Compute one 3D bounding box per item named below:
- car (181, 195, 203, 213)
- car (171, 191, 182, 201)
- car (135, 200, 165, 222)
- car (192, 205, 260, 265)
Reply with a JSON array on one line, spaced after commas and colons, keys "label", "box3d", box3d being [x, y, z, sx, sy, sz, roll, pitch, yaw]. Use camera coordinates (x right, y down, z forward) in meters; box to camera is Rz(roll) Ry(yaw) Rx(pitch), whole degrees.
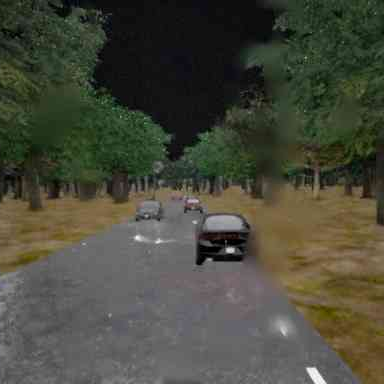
[{"label": "car", "box3d": [0.107, 1.343, 34.049, 1.812, 1.442, 4.674, 0, 0, 0]}, {"label": "car", "box3d": [-3.037, 0.732, 66.965, 2.150, 2.045, 5.566, 0, 1, 0]}, {"label": "car", "box3d": [-3.102, 1.385, 25.082, 1.837, 1.490, 4.892, 0, 0, 0]}, {"label": "car", "box3d": [1.047, 1.432, 11.592, 1.882, 1.535, 5.008, 0, 0, 0]}]
